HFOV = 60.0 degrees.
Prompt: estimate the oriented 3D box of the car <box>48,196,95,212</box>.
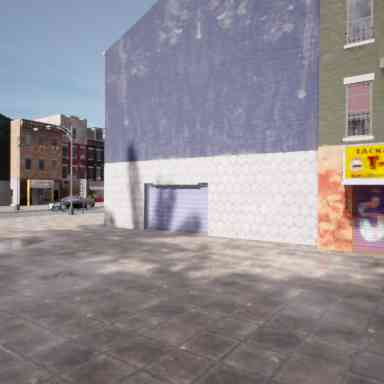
[{"bbox_3d":[-12.369,1.182,34.426,2.128,1.511,4.902,1,1,36],"label":"car"}]
